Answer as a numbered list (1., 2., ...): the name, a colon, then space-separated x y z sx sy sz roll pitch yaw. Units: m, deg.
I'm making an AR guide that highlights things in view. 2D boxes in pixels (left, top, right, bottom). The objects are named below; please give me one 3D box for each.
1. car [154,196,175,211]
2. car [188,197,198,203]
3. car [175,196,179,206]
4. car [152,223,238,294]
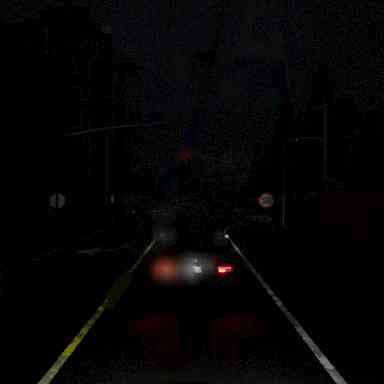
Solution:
1. car: -3.529 1.547 40.654 2.033 1.411 5.357 0 0 0
2. car: 0.219 1.600 69.713 1.895 1.301 4.718 0 0 0
3. car: -3.500 1.502 53.407 1.837 1.490 4.892 0 1 0
4. car: 0.074 1.547 8.941 2.033 1.411 5.357 0 0 0
